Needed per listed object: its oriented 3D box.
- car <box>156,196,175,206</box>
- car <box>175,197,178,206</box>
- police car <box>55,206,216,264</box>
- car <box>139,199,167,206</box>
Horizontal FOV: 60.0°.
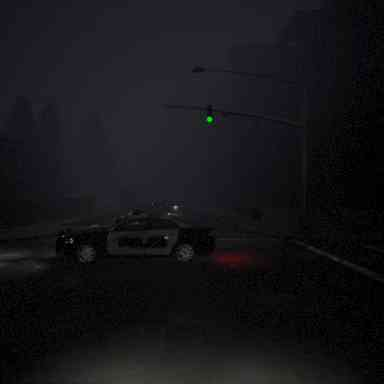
[{"bbox_3d":[-3.488,1.351,38.689,2.097,1.767,4.553,0,0,0],"label":"car"},{"bbox_3d":[-3.363,1.508,55.252,1.837,1.490,4.892,0,0,0],"label":"car"},{"bbox_3d":[-1.819,1.424,11.237,5.238,1.638,1.930,0,0,-3],"label":"police car"},{"bbox_3d":[-3.525,1.547,27.100,2.033,1.411,5.357,0,0,0],"label":"car"}]
